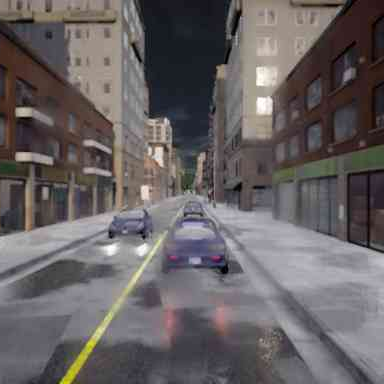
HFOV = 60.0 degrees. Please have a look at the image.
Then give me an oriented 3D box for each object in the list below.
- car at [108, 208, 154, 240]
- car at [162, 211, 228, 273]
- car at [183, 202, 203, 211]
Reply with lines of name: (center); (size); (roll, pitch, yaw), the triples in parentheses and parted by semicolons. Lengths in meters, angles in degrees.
car: (-3.088, 1.583, 17.645); (1.812, 1.442, 4.674); (0, 0, 0)
car: (0.088, 1.559, 10.657); (1.812, 1.442, 4.674); (0, 0, 0)
car: (0.122, 1.657, 32.219); (2.033, 1.411, 5.357); (0, 0, 0)
